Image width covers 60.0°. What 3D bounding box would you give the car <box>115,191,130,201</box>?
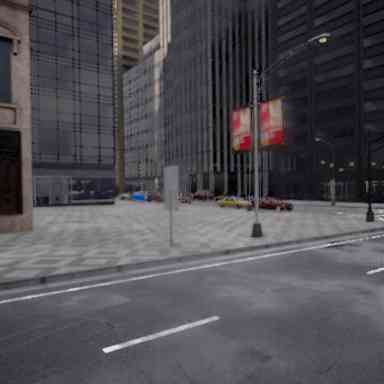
[{"bbox_3d":[-11.691,0.934,60.653,2.008,1.369,4.403,-1,1,-36],"label":"car"}]

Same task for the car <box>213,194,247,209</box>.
[{"bbox_3d":[4.865,1.160,37.709,1.752,1.417,4.829,-1,1,-36],"label":"car"}]

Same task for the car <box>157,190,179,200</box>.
[{"bbox_3d":[-4.776,0.536,65.635,2.192,1.841,5.009,-1,1,-36],"label":"car"}]

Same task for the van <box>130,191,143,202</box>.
[{"bbox_3d":[-8.400,0.777,56.090,1.690,1.788,3.998,-1,1,-36],"label":"van"}]

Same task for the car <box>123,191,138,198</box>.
[{"bbox_3d":[-14.649,0.598,79.320,1.887,1.381,4.507,-1,1,-36],"label":"car"}]

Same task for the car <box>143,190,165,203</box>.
[{"bbox_3d":[-5.108,0.803,51.528,2.192,1.841,5.009,-1,1,-36],"label":"car"}]

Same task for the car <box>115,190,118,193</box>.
[{"bbox_3d":[-21.231,0.254,88.439,2.192,1.841,5.009,-1,1,-36],"label":"car"}]

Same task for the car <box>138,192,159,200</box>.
[{"bbox_3d":[-8.795,0.733,66.636,2.128,1.511,4.902,-1,1,-36],"label":"car"}]

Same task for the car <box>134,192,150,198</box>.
[{"bbox_3d":[-11.357,0.692,74.760,1.802,1.307,4.206,-1,1,-36],"label":"car"}]

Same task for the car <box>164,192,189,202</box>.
[{"bbox_3d":[-2.808,0.828,58.423,2.128,1.511,4.902,-1,1,-35],"label":"car"}]

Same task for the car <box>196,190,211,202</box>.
[{"bbox_3d":[1.806,0.641,56.513,2.192,1.841,5.009,-1,1,-36],"label":"car"}]

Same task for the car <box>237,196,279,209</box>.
[{"bbox_3d":[7.600,1.190,38.622,1.895,1.301,4.718,-1,1,-36],"label":"car"}]

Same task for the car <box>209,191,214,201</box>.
[{"bbox_3d":[5.098,0.942,51.955,1.947,1.339,4.313,-1,1,-36],"label":"car"}]

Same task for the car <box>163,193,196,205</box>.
[{"bbox_3d":[-1.816,1.082,46.969,1.887,1.381,4.507,-1,1,-36],"label":"car"}]

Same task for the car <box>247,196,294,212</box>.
[{"bbox_3d":[8.058,1.223,33.285,1.887,1.381,4.507,-1,1,-36],"label":"car"}]
